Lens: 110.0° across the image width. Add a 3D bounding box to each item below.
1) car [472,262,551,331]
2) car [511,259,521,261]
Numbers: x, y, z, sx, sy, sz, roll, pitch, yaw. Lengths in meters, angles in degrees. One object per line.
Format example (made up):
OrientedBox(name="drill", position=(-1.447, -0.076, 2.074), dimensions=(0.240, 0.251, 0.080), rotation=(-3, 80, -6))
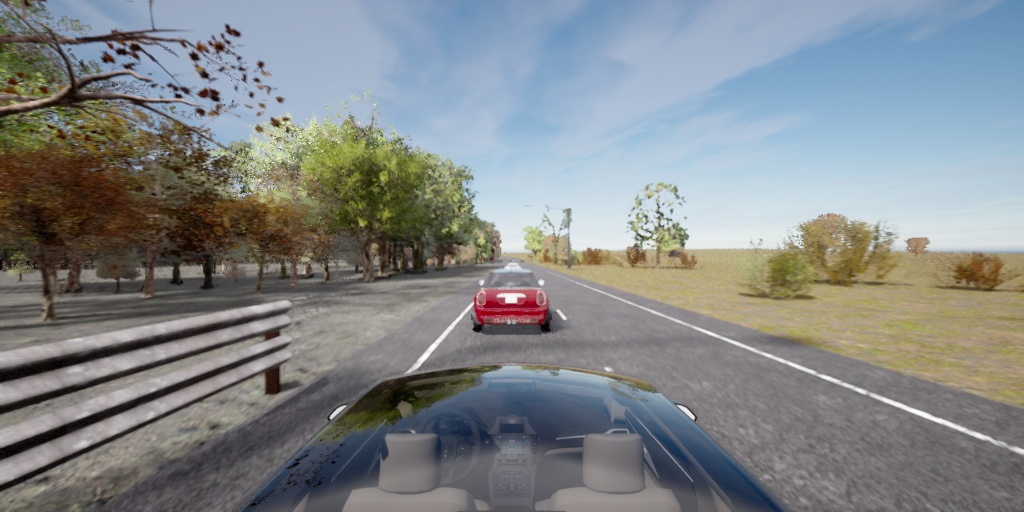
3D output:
OrientedBox(name="car", position=(-0.010, 1.176, 11.411), dimensions=(2.097, 1.767, 4.553), rotation=(0, 0, 0))
OrientedBox(name="car", position=(0.249, 1.717, 63.584), dimensions=(1.812, 1.442, 4.674), rotation=(0, 0, 0))
